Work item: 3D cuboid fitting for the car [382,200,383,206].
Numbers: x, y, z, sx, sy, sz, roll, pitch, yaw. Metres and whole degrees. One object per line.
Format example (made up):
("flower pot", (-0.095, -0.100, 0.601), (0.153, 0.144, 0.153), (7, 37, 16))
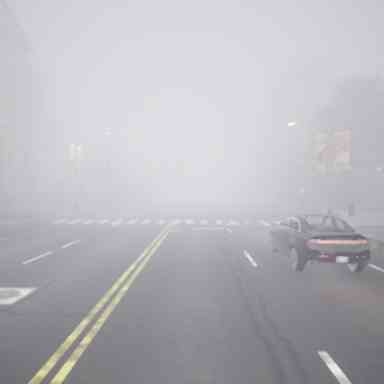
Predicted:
("car", (28.789, 1.205, 45.873), (4.553, 1.767, 2.097), (0, 0, 1))

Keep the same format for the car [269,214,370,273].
("car", (3.743, 1.443, 10.572), (2.128, 1.511, 4.902), (0, 0, 1))
